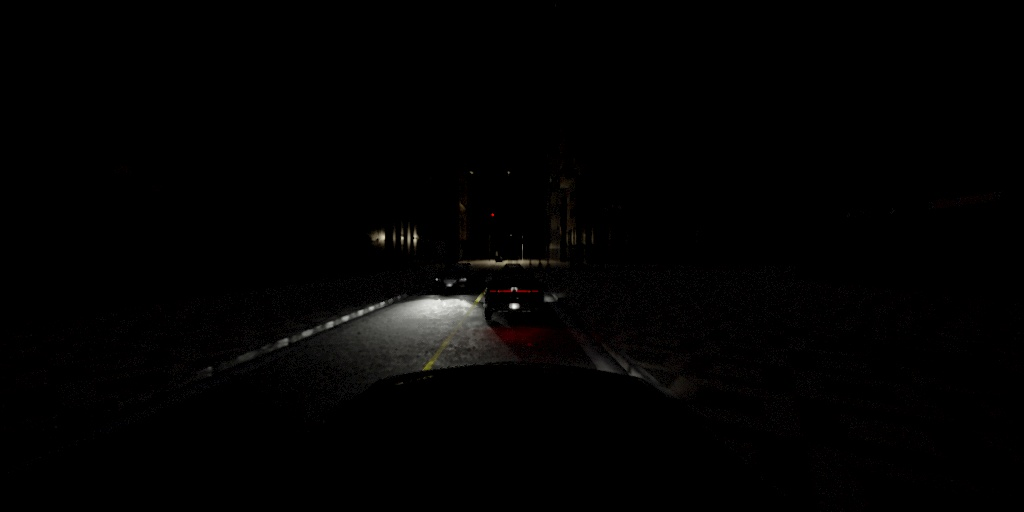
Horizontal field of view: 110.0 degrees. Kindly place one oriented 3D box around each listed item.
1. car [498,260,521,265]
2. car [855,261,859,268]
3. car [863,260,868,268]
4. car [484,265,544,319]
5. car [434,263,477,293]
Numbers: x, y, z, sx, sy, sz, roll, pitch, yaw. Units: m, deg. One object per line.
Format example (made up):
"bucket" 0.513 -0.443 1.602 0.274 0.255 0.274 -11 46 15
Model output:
"car" 0.073 1.209 26.911 1.994 1.385 4.181 0 0 0
"car" 37.758 0.797 42.391 5.008 1.535 1.882 -1 -1 0
"car" 45.942 0.897 45.414 4.718 1.301 1.895 0 -1 0
"car" 0.078 1.207 12.635 1.837 1.490 4.892 0 -1 0
"car" -3.092 1.166 20.216 2.128 1.511 4.902 0 0 0
